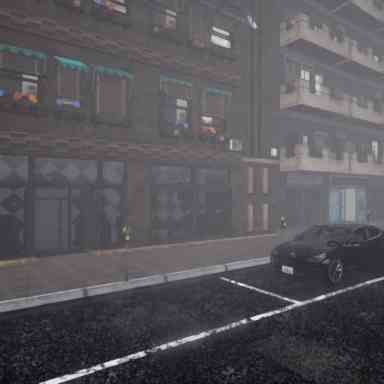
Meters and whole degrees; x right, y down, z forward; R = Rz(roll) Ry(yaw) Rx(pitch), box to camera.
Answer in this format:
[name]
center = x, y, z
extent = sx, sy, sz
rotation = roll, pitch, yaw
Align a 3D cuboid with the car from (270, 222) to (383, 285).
[car]
center = 4.150, 1.566, 9.542
extent = 4.313, 1.339, 1.947
rotation = 0, 0, -36
